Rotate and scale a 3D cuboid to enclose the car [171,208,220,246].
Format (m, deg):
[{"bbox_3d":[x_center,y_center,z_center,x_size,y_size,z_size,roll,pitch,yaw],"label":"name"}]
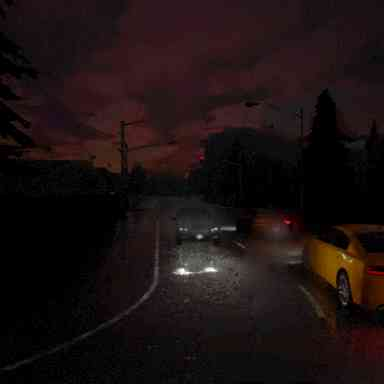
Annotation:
[{"bbox_3d":[0.086,1.499,15.485,2.128,1.511,4.902,0,0,-5],"label":"car"}]

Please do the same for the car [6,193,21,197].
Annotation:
[{"bbox_3d":[-38.267,1.116,72.983,1.932,1.855,4.605,0,0,-5],"label":"car"}]

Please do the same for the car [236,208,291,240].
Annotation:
[{"bbox_3d":[3.562,1.533,17.069,1.812,1.442,4.674,0,0,-5],"label":"car"}]

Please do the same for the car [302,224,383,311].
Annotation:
[{"bbox_3d":[4.004,1.481,7.754,1.882,1.535,5.008,0,0,6],"label":"car"}]

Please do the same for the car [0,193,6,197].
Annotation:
[{"bbox_3d":[-41.125,1.094,72.314,1.905,1.878,3.866,0,0,-5],"label":"car"}]
